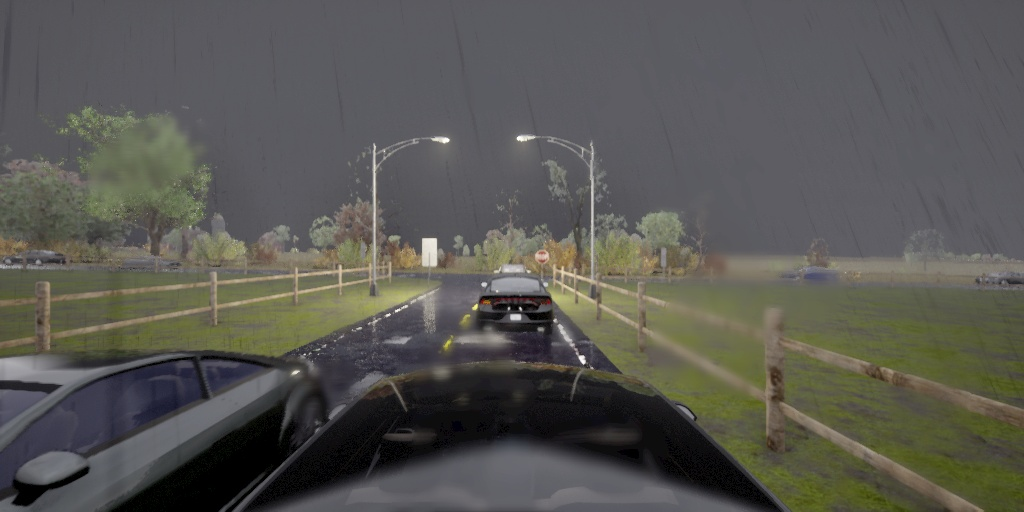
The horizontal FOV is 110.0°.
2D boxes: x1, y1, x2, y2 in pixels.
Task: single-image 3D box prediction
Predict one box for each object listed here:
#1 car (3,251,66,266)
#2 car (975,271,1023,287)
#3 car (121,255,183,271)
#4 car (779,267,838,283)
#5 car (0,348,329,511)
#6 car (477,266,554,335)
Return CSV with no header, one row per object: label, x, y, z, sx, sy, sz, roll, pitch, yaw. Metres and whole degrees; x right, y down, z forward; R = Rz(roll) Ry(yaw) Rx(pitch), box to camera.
car,-46.976,0.207,35.429,4.892,1.490,1.837,1,1,0
car,49.012,2.262,35.482,4.902,1.511,2.128,1,1,0
car,-32.583,0.618,32.547,4.181,1.385,1.994,1,1,0
car,29.314,1.824,35.556,5.008,1.535,1.882,1,1,0
car,-2.848,1.313,1.945,1.994,1.385,4.181,0,0,0
car,0.086,1.215,10.471,1.882,1.535,5.008,0,0,0
